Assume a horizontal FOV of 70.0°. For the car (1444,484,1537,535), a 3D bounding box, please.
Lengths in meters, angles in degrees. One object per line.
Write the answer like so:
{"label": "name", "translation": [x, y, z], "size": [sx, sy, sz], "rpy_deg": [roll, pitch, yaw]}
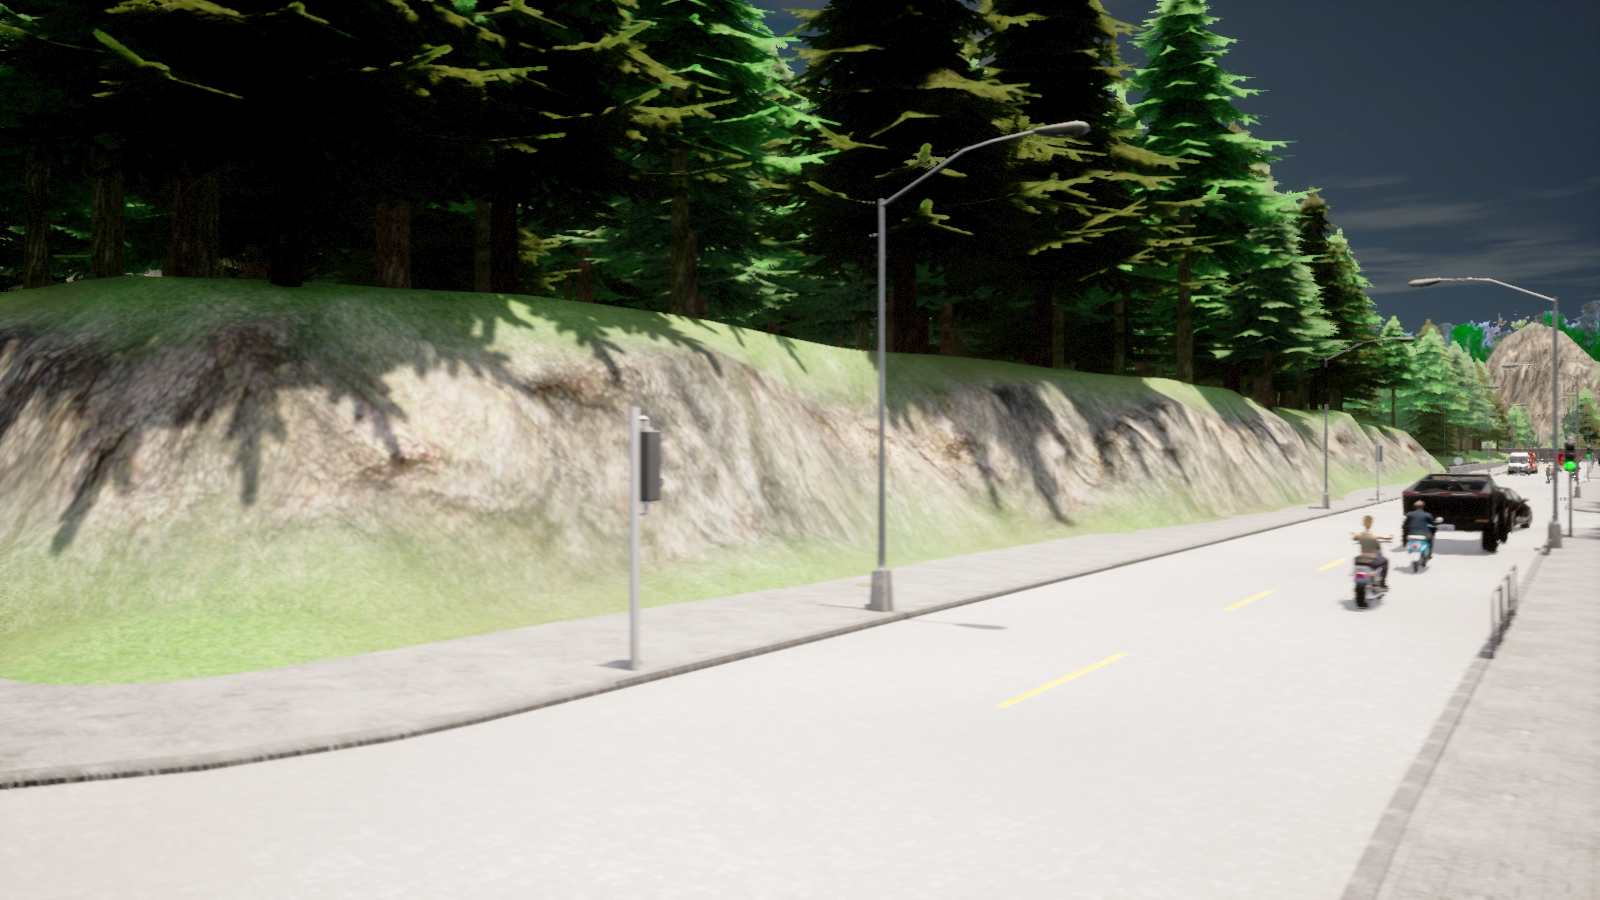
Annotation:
{"label": "car", "translation": [24.303, 2.039, 40.153], "size": [2.007, 1.525, 4.514], "rpy_deg": [0, 0, 42]}

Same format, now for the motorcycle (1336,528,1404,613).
{"label": "motorcycle", "translation": [10.432, 2.155, 20.863], "size": [0.764, 1.307, 2.356], "rpy_deg": [0, 0, 35]}

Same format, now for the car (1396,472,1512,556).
{"label": "car", "translation": [19.238, 1.753, 33.453], "size": [2.390, 2.098, 6.274], "rpy_deg": [0, 0, 35]}

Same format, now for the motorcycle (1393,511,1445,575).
{"label": "motorcycle", "translation": [14.429, 2.142, 26.619], "size": [0.856, 1.316, 1.805], "rpy_deg": [0, 0, 35]}
